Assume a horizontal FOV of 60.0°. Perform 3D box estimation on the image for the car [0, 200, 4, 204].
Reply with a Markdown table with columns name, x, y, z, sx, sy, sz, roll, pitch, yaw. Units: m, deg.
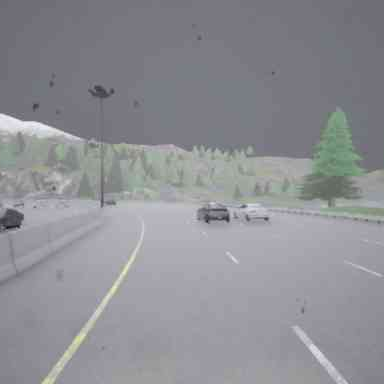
| name | x | y | z | sx | sy | sz | roll | pitch | yaw |
| --- | --- | --- | --- | --- | --- | --- | --- | --- | --- |
| car | -35.567 | 2.200 | 61.020 | 2.033 | 1.411 | 5.357 | 0 | 0 | -26 |

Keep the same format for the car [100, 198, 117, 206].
| name | x | y | z | sx | sy | sz | roll | pitch | yaw |
| --- | --- | --- | --- | --- | --- | --- | --- | --- | --- |
| car | -16.610 | 2.093 | 67.372 | 1.837 | 1.490 | 4.892 | 0 | 0 | -26 |

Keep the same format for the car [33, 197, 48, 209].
| name | x | y | z | sx | sy | sz | roll | pitch | yaw |
| --- | --- | --- | --- | --- | --- | --- | --- | --- | --- |
| car | -27.223 | 1.830 | 59.903 | 2.150 | 2.045 | 5.566 | 0 | 0 | -24 |

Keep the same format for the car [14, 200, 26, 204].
| name | x | y | z | sx | sy | sz | roll | pitch | yaw |
| --- | --- | --- | --- | --- | --- | --- | --- | --- | --- |
| car | -31.876 | 2.171 | 61.503 | 2.033 | 1.411 | 5.357 | 0 | 0 | -26 |

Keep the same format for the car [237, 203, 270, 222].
| name | x | y | z | sx | sy | sz | roll | pitch | yaw |
| --- | --- | --- | --- | --- | --- | --- | --- | --- | --- |
| car | 4.893 | 1.647 | 27.648 | 1.812 | 1.442 | 4.674 | 0 | 0 | -11 |

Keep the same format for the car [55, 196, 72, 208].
| name | x | y | z | sx | sy | sz | roll | pitch | yaw |
| --- | --- | --- | --- | --- | --- | --- | --- | --- | --- |
| car | -23.235 | 1.824 | 59.616 | 2.150 | 2.045 | 5.566 | 0 | 0 | -24 |

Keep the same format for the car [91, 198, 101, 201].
| name | x | y | z | sx | sy | sz | roll | pitch | yaw |
| --- | --- | --- | --- | --- | --- | --- | --- | --- | --- |
| car | -23.554 | 2.206 | 82.352 | 1.837 | 1.490 | 4.892 | 0 | 0 | -34 |

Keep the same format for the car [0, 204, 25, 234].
| name | x | y | z | sx | sy | sz | roll | pitch | yaw |
| --- | --- | --- | --- | --- | --- | --- | --- | --- | --- |
| car | -12.044 | 1.729 | 20.622 | 1.882 | 1.535 | 5.008 | 0 | -1 | -8 |

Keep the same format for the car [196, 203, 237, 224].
| name | x | y | z | sx | sy | sz | roll | pitch | yaw |
| --- | --- | --- | --- | --- | --- | --- | --- | --- | --- |
| car | 1.577 | 1.638 | 26.146 | 2.128 | 1.511 | 4.902 | 0 | 0 | -10 |
